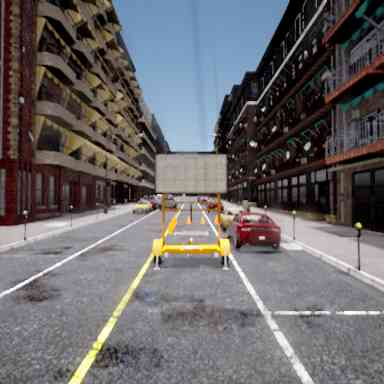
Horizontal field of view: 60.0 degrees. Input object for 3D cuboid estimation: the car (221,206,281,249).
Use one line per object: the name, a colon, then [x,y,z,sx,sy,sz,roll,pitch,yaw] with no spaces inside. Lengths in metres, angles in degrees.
car: [2.557,1.546,14.366,1.887,1.381,4.507,1,0,0]

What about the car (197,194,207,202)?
car: [2.393,1.459,80.735,2.192,1.841,5.009,1,0,0]

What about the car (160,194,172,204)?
car: [-5.430,1.421,69.718,2.192,1.841,5.009,1,0,0]

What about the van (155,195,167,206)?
van: [-5.409,1.413,58.657,1.690,1.788,3.998,1,0,0]

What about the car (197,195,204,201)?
car: [2.367,1.630,91.798,1.967,1.590,4.097,1,0,0]

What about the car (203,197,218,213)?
car: [2.512,1.571,36.488,1.887,1.381,4.507,1,0,0]

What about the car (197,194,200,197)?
car: [2.455,1.546,69.673,1.967,1.590,4.097,1,0,0]

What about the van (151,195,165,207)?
van: [-5.396,1.398,53.125,1.690,1.788,3.998,2,0,0]

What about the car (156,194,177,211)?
car: [-2.929,1.385,41.252,2.097,1.767,4.553,0,0,0]

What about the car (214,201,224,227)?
car: [2.546,1.530,20.068,1.752,1.417,4.829,1,0,0]

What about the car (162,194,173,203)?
car: [-5.441,1.440,75.248,2.192,1.841,5.009,1,0,0]

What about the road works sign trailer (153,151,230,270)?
road works sign trailer: [-0.022,0.464,11.025,2.380,3.560,2.880,0,0,0]

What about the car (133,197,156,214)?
car: [-5.367,1.551,36.365,1.752,1.417,4.829,2,0,0]

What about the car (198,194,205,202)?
car: [2.467,1.617,58.611,1.887,1.381,4.507,1,0,0]

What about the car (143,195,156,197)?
car: [-5.373,1.350,42.067,2.192,1.841,5.009,2,0,0]

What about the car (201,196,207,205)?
car: [2.500,1.585,42.019,2.008,1.369,4.403,1,0,0]
